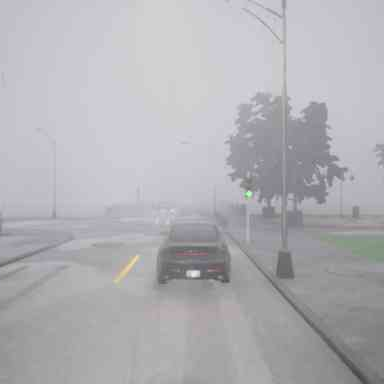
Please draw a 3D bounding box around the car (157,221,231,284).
[{"bbox_3d":[0.071,1.616,9.906,1.837,1.490,4.892,0,-1,1],"label":"car"}]

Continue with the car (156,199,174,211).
[{"bbox_3d":[-4.099,2.044,48.725,1.837,1.490,4.892,0,-1,0],"label":"car"}]

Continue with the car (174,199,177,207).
[{"bbox_3d":[-4.076,2.244,58.117,1.895,1.301,4.718,0,-1,0],"label":"car"}]
